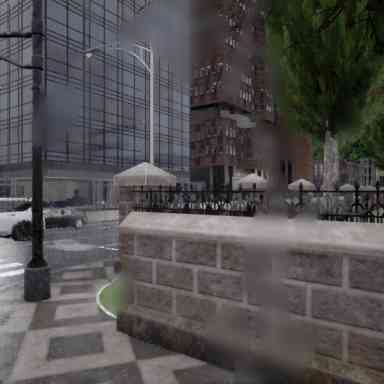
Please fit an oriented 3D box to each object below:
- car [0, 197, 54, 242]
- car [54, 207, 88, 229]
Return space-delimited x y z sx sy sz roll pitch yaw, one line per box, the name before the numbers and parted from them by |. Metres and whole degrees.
car | -9.491 1.267 14.762 2.150 2.045 5.566 0 -1 41
car | -8.425 1.632 20.205 2.008 1.369 4.403 0 -1 36
